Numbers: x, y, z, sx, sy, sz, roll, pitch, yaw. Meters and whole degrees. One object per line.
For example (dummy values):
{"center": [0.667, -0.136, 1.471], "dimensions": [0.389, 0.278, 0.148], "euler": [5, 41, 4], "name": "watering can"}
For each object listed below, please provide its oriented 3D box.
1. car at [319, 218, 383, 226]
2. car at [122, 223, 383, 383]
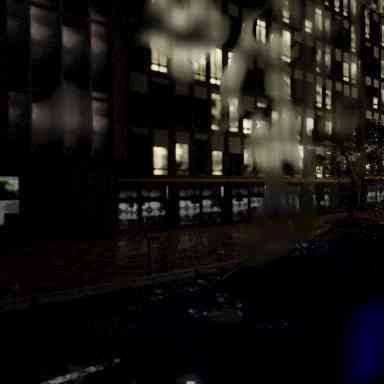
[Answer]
{"center": [4.644, 1.483, 9.929], "dimensions": [4.403, 1.369, 2.008], "euler": [-1, 0, -36], "name": "car"}
{"center": [1.555, 1.452, 4.374], "dimensions": [5.008, 1.535, 1.882], "euler": [0, 0, -36], "name": "car"}
